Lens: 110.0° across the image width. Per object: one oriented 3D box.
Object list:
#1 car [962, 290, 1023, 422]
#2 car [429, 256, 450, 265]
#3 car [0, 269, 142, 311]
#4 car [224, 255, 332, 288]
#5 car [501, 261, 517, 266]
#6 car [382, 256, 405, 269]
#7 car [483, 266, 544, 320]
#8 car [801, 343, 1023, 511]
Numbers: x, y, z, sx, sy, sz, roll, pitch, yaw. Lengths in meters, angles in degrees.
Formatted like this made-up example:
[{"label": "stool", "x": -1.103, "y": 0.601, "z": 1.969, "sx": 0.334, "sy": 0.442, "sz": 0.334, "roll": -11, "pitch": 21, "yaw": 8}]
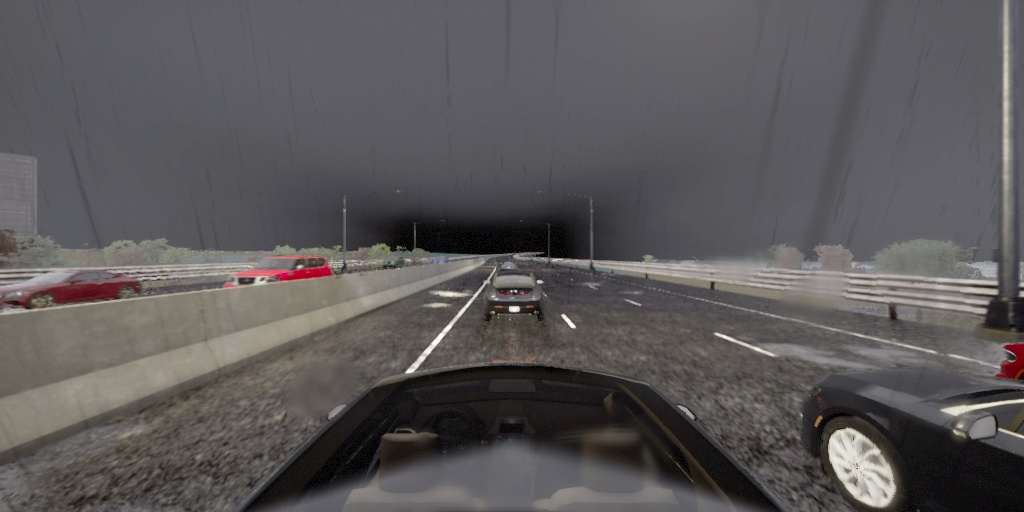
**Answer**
[{"label": "car", "x": 7.092, "y": 1.226, "z": 2.401, "sx": 1.882, "sy": 1.535, "sz": 5.008, "roll": 0, "pitch": 0, "yaw": 0}, {"label": "car", "x": -11.468, "y": 0.942, "z": 58.487, "sx": 2.150, "sy": 2.045, "sz": 5.566, "roll": 0, "pitch": 0, "yaw": -1}, {"label": "car", "x": -17.655, "y": 1.279, "z": 14.317, "sx": 1.812, "sy": 1.442, "sz": 4.674, "roll": 0, "pitch": 0, "yaw": 0}, {"label": "car", "x": -10.676, "y": 0.971, "z": 17.032, "sx": 2.150, "sy": 2.045, "sz": 5.566, "roll": 0, "pitch": 0, "yaw": 0}, {"label": "car", "x": -0.405, "y": 1.297, "z": 43.354, "sx": 1.994, "sy": 1.385, "sz": 4.181, "roll": 0, "pitch": 0, "yaw": -1}, {"label": "car", "x": -18.401, "y": 0.946, "z": 56.128, "sx": 2.150, "sy": 2.045, "sz": 5.566, "roll": 0, "pitch": 0, "yaw": -1}, {"label": "car", "x": 0.055, "y": 1.254, "z": 12.574, "sx": 1.837, "sy": 1.490, "sz": 4.892, "roll": 0, "pitch": 0, "yaw": 0}, {"label": "car", "x": 3.593, "y": 1.254, "z": 1.314, "sx": 1.837, "sy": 1.490, "sz": 4.892, "roll": 0, "pitch": 0, "yaw": 0}]
